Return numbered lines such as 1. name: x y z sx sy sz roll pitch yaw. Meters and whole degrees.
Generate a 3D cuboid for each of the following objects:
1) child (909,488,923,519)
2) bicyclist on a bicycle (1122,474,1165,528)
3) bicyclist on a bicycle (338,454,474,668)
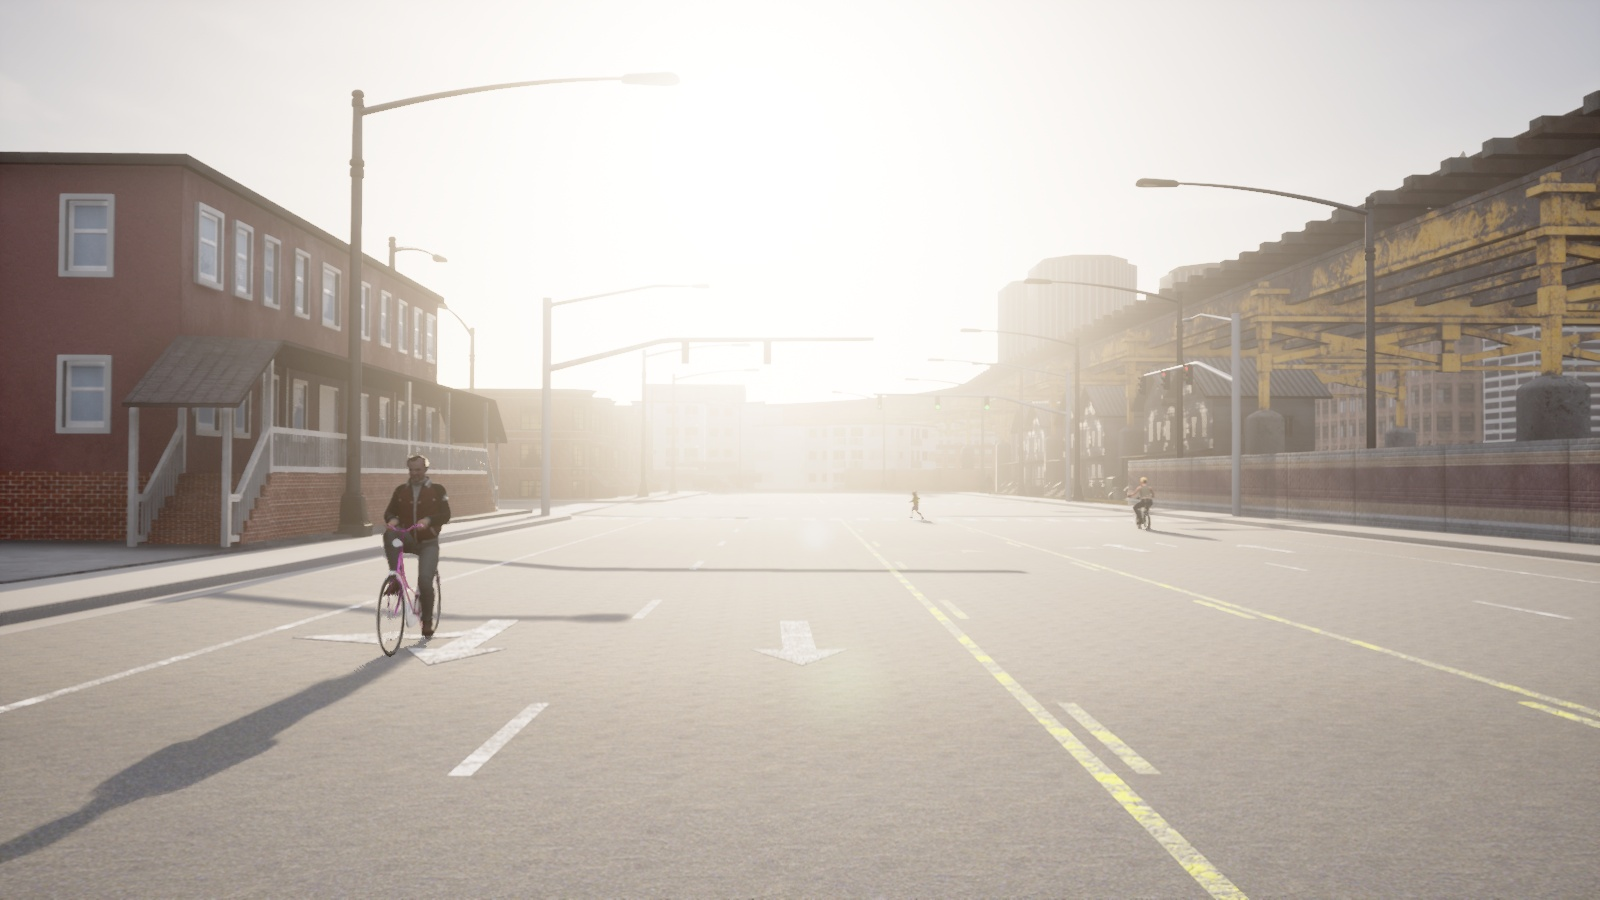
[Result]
1. child: 4.271 1.973 46.258 0.473 1.160 0.299 0 -1 8
2. bicyclist on a bicycle: 10.415 1.544 38.156 0.866 1.612 1.509 0 -1 0
3. bicyclist on a bicycle: -3.530 0.949 11.411 0.659 1.776 1.843 -1 -1 0
